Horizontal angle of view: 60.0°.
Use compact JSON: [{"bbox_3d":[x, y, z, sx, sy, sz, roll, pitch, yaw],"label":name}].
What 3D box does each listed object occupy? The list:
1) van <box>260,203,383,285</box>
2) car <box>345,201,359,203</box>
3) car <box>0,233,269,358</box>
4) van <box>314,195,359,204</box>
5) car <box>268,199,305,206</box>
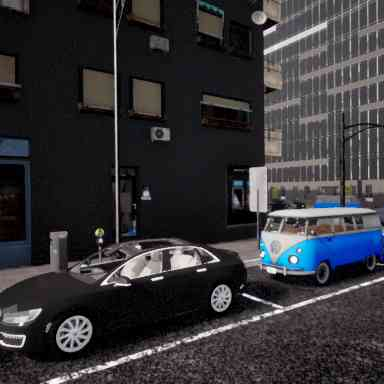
[{"bbox_3d":[3.599,1.339,9.137,3.998,1.788,1.690,0,-1,-35],"label":"van"},{"bbox_3d":[12.412,1.524,20.301,2.033,1.411,5.357,-1,1,-35],"label":"car"},{"bbox_3d":[-0.961,1.550,5.884,4.403,1.369,2.008,0,-1,-35],"label":"car"},{"bbox_3d":[12.832,1.201,29.774,1.690,1.788,3.998,-1,1,-35],"label":"van"},{"bbox_3d":[9.655,1.400,34.292,1.947,1.339,4.313,-1,1,-35],"label":"car"}]
